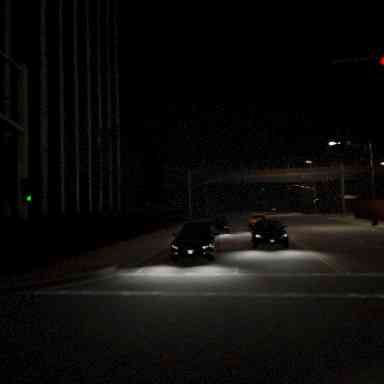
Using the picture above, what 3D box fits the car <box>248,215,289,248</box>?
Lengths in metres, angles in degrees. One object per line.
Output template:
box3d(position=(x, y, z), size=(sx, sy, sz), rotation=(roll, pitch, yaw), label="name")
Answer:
box3d(position=(4.398, 2.307, 19.174), size=(1.812, 1.442, 4.674), rotation=(-2, -3, 8), label="car")

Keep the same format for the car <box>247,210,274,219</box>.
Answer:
box3d(position=(6.213, 2.759, 31.068), size=(1.882, 1.535, 5.008), rotation=(-2, -3, 9), label="car")

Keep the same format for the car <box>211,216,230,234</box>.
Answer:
box3d(position=(2.451, 2.874, 29.654), size=(2.033, 1.411, 5.357), rotation=(-2, -3, 9), label="car")

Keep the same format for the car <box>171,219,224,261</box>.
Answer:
box3d(position=(0.295, 2.243, 15.646), size=(1.837, 1.490, 4.892), rotation=(-2, -3, 9), label="car")
